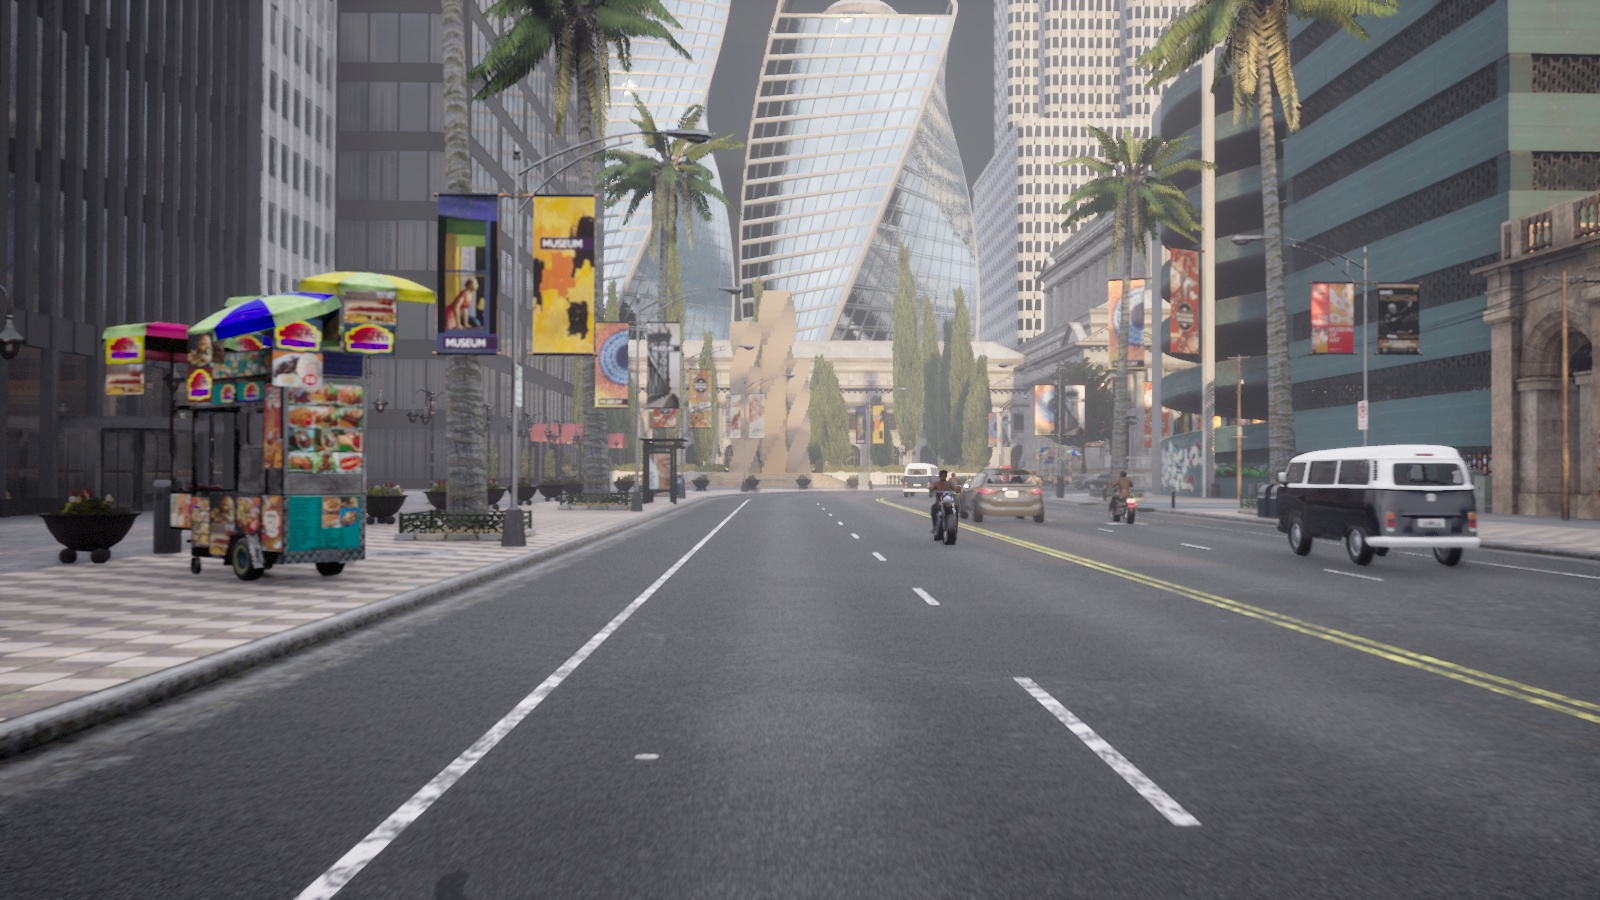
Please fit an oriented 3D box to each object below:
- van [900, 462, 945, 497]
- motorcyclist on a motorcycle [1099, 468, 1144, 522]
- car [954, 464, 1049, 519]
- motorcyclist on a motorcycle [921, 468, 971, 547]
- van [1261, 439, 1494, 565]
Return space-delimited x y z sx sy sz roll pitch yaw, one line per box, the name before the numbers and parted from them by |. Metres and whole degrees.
van | 7.476 1.787 76.409 2.069 2.038 4.480 -1 -1 14
motorcyclist on a motorcycle | 9.958 1.378 38.987 0.766 1.649 2.350 0 -1 -1
car | 6.431 1.313 40.572 2.242 1.667 4.611 0 -1 -1
motorcyclist on a motorcycle | 3.147 1.209 27.243 0.766 1.649 2.350 0 -1 -1
van | 10.221 0.877 22.691 2.069 2.038 4.480 0 -1 -1
